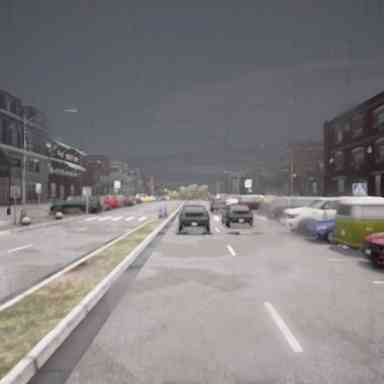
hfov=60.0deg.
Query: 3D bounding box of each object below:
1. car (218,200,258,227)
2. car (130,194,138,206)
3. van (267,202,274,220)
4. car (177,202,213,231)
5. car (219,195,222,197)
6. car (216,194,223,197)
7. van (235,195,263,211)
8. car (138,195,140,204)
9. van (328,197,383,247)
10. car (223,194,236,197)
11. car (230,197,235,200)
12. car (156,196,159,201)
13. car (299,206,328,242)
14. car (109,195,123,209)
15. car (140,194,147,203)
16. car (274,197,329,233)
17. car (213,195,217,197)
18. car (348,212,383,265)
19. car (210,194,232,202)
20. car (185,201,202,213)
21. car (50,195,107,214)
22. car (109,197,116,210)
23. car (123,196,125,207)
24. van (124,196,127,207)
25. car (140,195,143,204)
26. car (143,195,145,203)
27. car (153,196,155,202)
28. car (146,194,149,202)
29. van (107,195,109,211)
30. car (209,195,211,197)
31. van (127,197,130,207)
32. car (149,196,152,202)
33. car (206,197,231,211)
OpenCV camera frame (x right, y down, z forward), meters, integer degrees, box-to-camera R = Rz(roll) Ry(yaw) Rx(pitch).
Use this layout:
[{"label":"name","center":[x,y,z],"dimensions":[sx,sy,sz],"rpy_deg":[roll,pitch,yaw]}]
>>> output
[{"label":"car","center":[3.151,1.594,23.650],"dimensions":[1.837,1.490,4.892],"rpy_deg":[0,0,0]},{"label":"car","center":[-12.705,1.528,56.834],"dimensions":[5.566,2.045,2.435],"rpy_deg":[0,0,0]},{"label":"van","center":[7.577,1.342,23.545],"dimensions":[4.442,1.987,1.878],"rpy_deg":[0,-1,0]},{"label":"car","center":[0.153,1.562,20.968],"dimensions":[1.837,1.490,4.892],"rpy_deg":[0,-1,1]},{"label":"car","center":[7.961,1.784,59.395],"dimensions":[5.366,1.575,1.946],"rpy_deg":[0,0,0]},{"label":"car","center":[7.763,1.673,67.672],"dimensions":[4.553,1.767,2.185],"rpy_deg":[0,0,0]},{"label":"van","center":[7.848,1.477,40.088],"dimensions":[4.442,1.987,1.878],"rpy_deg":[0,0,0]},{"label":"car","center":[-12.538,1.784,59.617],"dimensions":[5.366,1.575,1.946],"rpy_deg":[0,0,0]},{"label":"van","center":[7.784,1.267,12.396],"dimensions":[4.442,1.987,1.878],"rpy_deg":[0,0,0]},{"label":"car","center":[7.722,1.497,48.365],"dimensions":[5.566,2.045,2.435],"rpy_deg":[0,0,0]},{"label":"car","center":[7.715,1.765,45.606],"dimensions":[4.792,1.488,2.163],"rpy_deg":[0,0,0]},{"label":"car","center":[-12.567,1.650,90.055],"dimensions":[5.566,2.045,2.435],"rpy_deg":[0,-1,0]},{"label":"car","center":[7.678,1.547,15.272],"dimensions":[4.674,1.452,2.002],"rpy_deg":[0,0,0]},{"label":"car","center":[-12.826,1.486,45.599],"dimensions":[5.566,2.045,2.435],"rpy_deg":[0,0,0]},{"label":"car","center":[-12.683,1.798,70.612],"dimensions":[4.892,1.521,2.231],"rpy_deg":[0,0,0]},{"label":"car","center":[7.653,1.272,18.033],"dimensions":[5.566,2.045,2.435],"rpy_deg":[0,0,0]},{"label":"car","center":[7.772,1.550,70.429],"dimensions":[5.566,2.045,2.435],"rpy_deg":[0,0,0]},{"label":"car","center":[7.669,1.484,9.760],"dimensions":[5.008,1.535,2.097],"rpy_deg":[0,0,0]},{"label":"car","center":[7.816,1.656,89.720],"dimensions":[5.566,2.045,2.435],"rpy_deg":[0,-1,0]},{"label":"car","center":[0.193,1.830,41.121],"dimensions":[1.895,1.301,4.718],"rpy_deg":[0,0,0]},{"label":"car","center":[-12.884,1.434,37.263],"dimensions":[5.566,2.045,2.435],"rpy_deg":[0,0,0]},{"label":"car","center":[-12.787,1.752,42.944],"dimensions":[4.792,1.488,2.163],"rpy_deg":[0,0,0]},{"label":"car","center":[-12.772,1.752,48.498],"dimensions":[4.892,1.521,2.231],"rpy_deg":[0,0,0]},{"label":"van","center":[-12.881,1.537,51.282],"dimensions":[4.442,1.987,1.878],"rpy_deg":[0,0,0]},{"label":"car","center":[-12.695,1.793,65.052],"dimensions":[5.008,1.535,2.097],"rpy_deg":[0,0,0]},{"label":"car","center":[-12.718,1.825,67.832],"dimensions":[4.792,1.488,2.163],"rpy_deg":[0,0,0]},{"label":"car","center":[-12.616,1.879,84.500],"dimensions":[4.674,1.452,2.002],"rpy_deg":[0,0,0]},{"label":"car","center":[-12.670,1.798,73.515],"dimensions":[5.008,1.535,2.097],"rpy_deg":[0,0,0]},{"label":"van","center":[-12.718,1.479,40.039],"dimensions":[4.442,1.987,1.878],"rpy_deg":[0,0,0]},{"label":"car","center":[7.804,1.597,84.210],"dimensions":[5.566,2.045,2.435],"rpy_deg":[0,0,0]},{"label":"van","center":[-12.865,1.546,53.936],"dimensions":[4.442,1.987,1.878],"rpy_deg":[0,0,0]},{"label":"car","center":[-12.827,1.805,79.073],"dimensions":[5.366,1.575,1.946],"rpy_deg":[0,0,0]},{"label":"car","center":[3.193,1.722,41.292],"dimensions":[2.128,1.511,4.902],"rpy_deg":[0,0,0]}]
